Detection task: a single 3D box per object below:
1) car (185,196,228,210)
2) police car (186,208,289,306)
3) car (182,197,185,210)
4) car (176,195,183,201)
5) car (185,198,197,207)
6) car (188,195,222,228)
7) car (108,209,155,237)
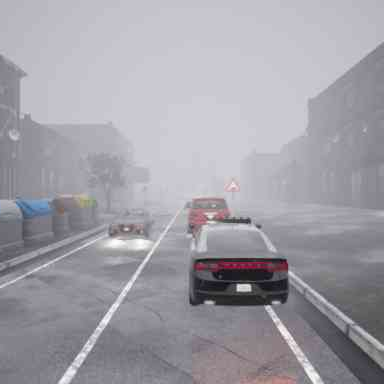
[{"bbox_3d":[0.856,1.264,18.188,2.150,2.045,5.566,0,0,0],"label":"car"},{"bbox_3d":[0.880,1.437,8.264,1.930,1.638,5.238,0,0,0],"label":"police car"},{"bbox_3d":[-0.072,1.656,44.935,1.812,1.442,4.674,0,0,0],"label":"car"},{"bbox_3d":[-3.213,1.606,88.525,1.837,1.490,4.892,0,0,0],"label":"car"},{"bbox_3d":[-0.135,1.708,56.595,1.994,1.385,4.181,0,0,0],"label":"car"},{"bbox_3d":[0.842,1.288,24.189,2.150,2.045,5.566,0,0,0],"label":"car"},{"bbox_3d":[-3.143,1.604,17.995,1.994,1.385,4.181,0,0,0],"label":"car"}]
